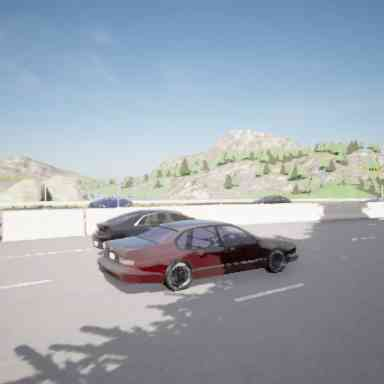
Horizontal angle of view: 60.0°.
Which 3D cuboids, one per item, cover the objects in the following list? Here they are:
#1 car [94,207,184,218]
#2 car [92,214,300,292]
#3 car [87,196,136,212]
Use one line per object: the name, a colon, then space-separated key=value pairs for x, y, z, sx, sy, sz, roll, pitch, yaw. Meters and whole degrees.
car: x=-0.943 y=1.355 z=11.610 sx=4.892 sy=1.490 sz=1.837 roll=0 pitch=0 yaw=-33
car: x=0.373 y=1.444 z=8.616 sx=5.357 sy=1.411 sz=2.033 roll=0 pitch=1 yaw=-32
car: x=-7.812 y=1.113 z=32.302 sx=4.181 sy=1.385 sz=1.994 roll=0 pitch=1 yaw=-32
